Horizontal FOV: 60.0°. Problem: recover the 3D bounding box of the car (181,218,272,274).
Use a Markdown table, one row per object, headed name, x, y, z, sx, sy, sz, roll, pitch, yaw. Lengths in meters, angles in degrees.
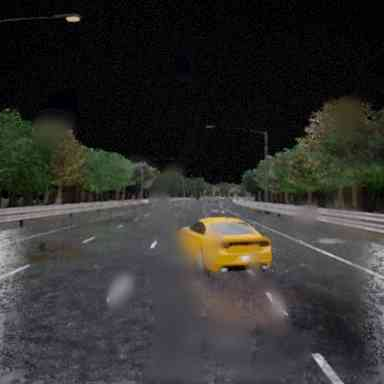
| name | x | y | z | sx | sy | sz | roll | pitch | yaw |
| --- | --- | --- | --- | --- | --- | --- | --- | --- | --- |
| car | 0.897 | 1.592 | 11.141 | 1.882 | 1.535 | 5.008 | -1 | 0 | -12 |
